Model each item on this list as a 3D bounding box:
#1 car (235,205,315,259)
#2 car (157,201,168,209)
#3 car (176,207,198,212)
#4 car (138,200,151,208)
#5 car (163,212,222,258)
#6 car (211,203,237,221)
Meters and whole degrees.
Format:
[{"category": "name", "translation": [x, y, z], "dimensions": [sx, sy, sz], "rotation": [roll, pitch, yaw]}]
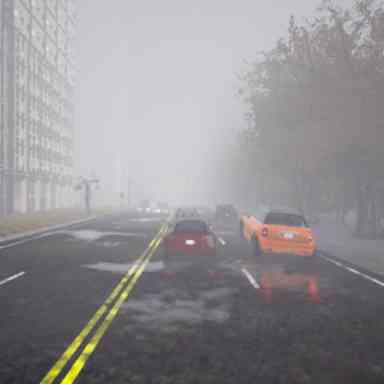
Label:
[{"category": "car", "translation": [3.245, 1.338, 13.310], "dimensions": [2.097, 1.767, 4.553], "rotation": [6, 4, 0]}, {"category": "car", "translation": [-5.117, 2.228, 57.994], "dimensions": [1.895, 1.301, 4.718], "rotation": [0, -1, -3]}, {"category": "car", "translation": [-0.407, 1.906, 28.315], "dimensions": [1.895, 1.301, 4.718], "rotation": [0, -1, -1]}, {"category": "car", "translation": [-8.455, 2.150, 59.543], "dimensions": [1.837, 1.490, 4.892], "rotation": [0, -1, -3]}, {"category": "car", "translation": [-0.073, 1.710, 13.449], "dimensions": [1.994, 1.385, 4.181], "rotation": [0, -1, 0]}, {"category": "car", "translation": [2.789, 1.736, 29.388], "dimensions": [1.882, 1.535, 5.008], "rotation": [-5, 0, -1]}]
